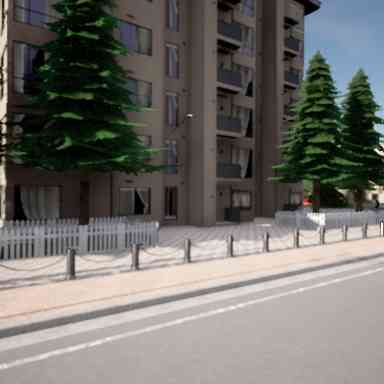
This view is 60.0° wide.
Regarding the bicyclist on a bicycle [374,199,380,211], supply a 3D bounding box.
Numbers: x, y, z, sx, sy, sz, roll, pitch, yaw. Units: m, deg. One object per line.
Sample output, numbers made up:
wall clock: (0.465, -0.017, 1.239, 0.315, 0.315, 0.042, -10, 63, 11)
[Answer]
bicyclist on a bicycle: (24.281, 1.706, 43.629, 1.656, 1.620, 0.582, 0, 0, -35)
